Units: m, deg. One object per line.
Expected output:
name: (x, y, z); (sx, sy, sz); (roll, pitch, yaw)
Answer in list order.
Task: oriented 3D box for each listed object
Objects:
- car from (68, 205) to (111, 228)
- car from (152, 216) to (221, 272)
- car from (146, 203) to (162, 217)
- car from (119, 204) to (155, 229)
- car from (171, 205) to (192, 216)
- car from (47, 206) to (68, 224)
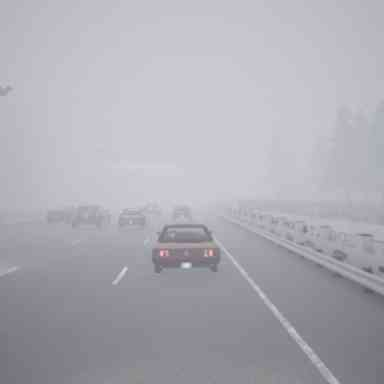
car: (-7.776, 1.803, 26.203); (2.097, 1.767, 4.553); (-1, -1, -2)
car: (-0.230, 1.714, 11.163); (1.895, 1.301, 4.718); (-1, -1, -2)
car: (-4.781, 2.051, 40.190); (2.097, 1.767, 4.553); (-1, -1, -2)
car: (-4.222, 1.878, 24.807); (2.128, 1.511, 4.902); (-1, -1, -2)
car: (-1.027, 2.026, 33.328); (1.837, 1.490, 4.892); (-1, -1, -2)
car: (-11.420, 2.045, 30.178); (1.882, 1.535, 5.008); (-1, -1, -2)
